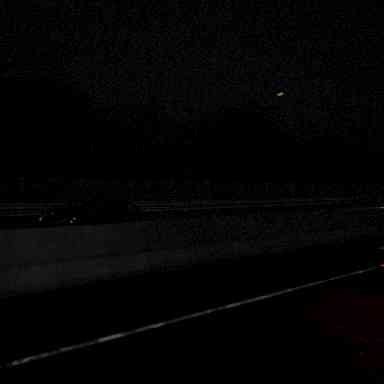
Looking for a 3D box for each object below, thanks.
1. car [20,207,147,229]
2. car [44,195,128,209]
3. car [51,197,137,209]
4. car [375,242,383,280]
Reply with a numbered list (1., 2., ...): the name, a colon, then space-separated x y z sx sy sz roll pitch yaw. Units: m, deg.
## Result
1. car: -4.510 1.539 13.645 5.357 1.411 2.033 0 0 -36
2. car: -6.482 1.208 20.822 5.566 2.045 2.150 0 0 -35
3. car: -4.737 1.340 17.764 4.553 1.767 2.097 0 0 -35
4. car: 6.479 1.482 8.289 4.902 1.511 2.128 0 0 -35
